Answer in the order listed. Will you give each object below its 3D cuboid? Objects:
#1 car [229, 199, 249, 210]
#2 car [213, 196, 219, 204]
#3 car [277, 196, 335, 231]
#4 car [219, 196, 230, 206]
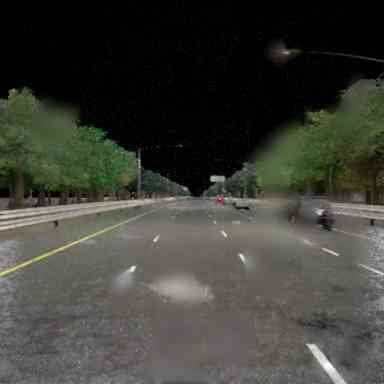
[{"bbox_3d":[7.120,1.905,48.965,1.994,1.385,4.181,0,-1,0],"label":"car"},{"bbox_3d":[7.403,2.065,88.066,2.150,2.045,5.566,0,-1,1],"label":"car"},{"bbox_3d":[7.019,1.290,21.065,2.150,2.045,5.566,0,0,0],"label":"car"},{"bbox_3d":[7.236,2.074,68.004,2.128,1.511,4.902,0,-1,0],"label":"car"}]
